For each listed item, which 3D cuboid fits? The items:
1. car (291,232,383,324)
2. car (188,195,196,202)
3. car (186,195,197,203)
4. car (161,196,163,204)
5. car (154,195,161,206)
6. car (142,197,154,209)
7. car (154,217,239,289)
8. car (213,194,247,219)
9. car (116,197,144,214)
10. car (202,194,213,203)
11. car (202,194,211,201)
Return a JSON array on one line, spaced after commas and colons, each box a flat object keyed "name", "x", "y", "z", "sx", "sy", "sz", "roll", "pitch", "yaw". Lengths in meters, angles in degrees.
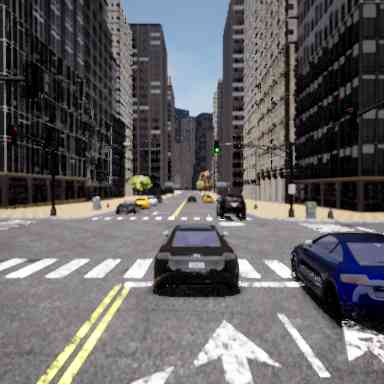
[{"name": "car", "x": 3.522, "y": 1.557, "z": 7.236, "sx": 1.994, "sy": 1.385, "sz": 4.181, "roll": 0, "pitch": 0, "yaw": 4}, {"name": "car", "x": -0.014, "y": 1.365, "z": 75.868, "sx": 1.882, "sy": 1.535, "sz": 5.008, "roll": 0, "pitch": 0, "yaw": 0}, {"name": "car", "x": -0.013, "y": 1.412, "z": 65.809, "sx": 1.837, "sy": 1.490, "sz": 4.892, "roll": 0, "pitch": 0, "yaw": 0}, {"name": "car", "x": -6.513, "y": 1.418, "z": 63.181, "sx": 1.837, "sy": 1.490, "sz": 4.892, "roll": 0, "pitch": 0, "yaw": 0}, {"name": "car", "x": -6.540, "y": 1.456, "z": 52.981, "sx": 1.812, "sy": 1.442, "sz": 4.674, "roll": 0, "pitch": 0, "yaw": 1}, {"name": "car", "x": -6.591, "y": 1.424, "z": 43.532, "sx": 1.882, "sy": 1.535, "sz": 5.008, "roll": 0, "pitch": 0, "yaw": 0}, {"name": "car", "x": 0.100, "y": 1.581, "z": 9.188, "sx": 1.994, "sy": 1.385, "sz": 4.181, "roll": 0, "pitch": -1, "yaw": 0}, {"name": "car", "x": 3.352, "y": 1.186, "z": 29.026, "sx": 2.150, "sy": 2.045, "sz": 5.566, "roll": 0, "pitch": 0, "yaw": 0}, {"name": "car", "x": -6.597, "y": 1.523, "z": 34.604, "sx": 1.994, "sy": 1.385, "sz": 4.181, "roll": 0, "pitch": 0, "yaw": 0}, {"name": "car", "x": 3.238, "y": 1.387, "z": 65.034, "sx": 1.882, "sy": 1.535, "sz": 5.008, "roll": 0, "pitch": 0, "yaw": 0}, {"name": "car", "x": 3.236, "y": 1.221, "z": 75.450, "sx": 1.837, "sy": 1.490, "sz": 4.892, "roll": 0, "pitch": 0, "yaw": 0}]
